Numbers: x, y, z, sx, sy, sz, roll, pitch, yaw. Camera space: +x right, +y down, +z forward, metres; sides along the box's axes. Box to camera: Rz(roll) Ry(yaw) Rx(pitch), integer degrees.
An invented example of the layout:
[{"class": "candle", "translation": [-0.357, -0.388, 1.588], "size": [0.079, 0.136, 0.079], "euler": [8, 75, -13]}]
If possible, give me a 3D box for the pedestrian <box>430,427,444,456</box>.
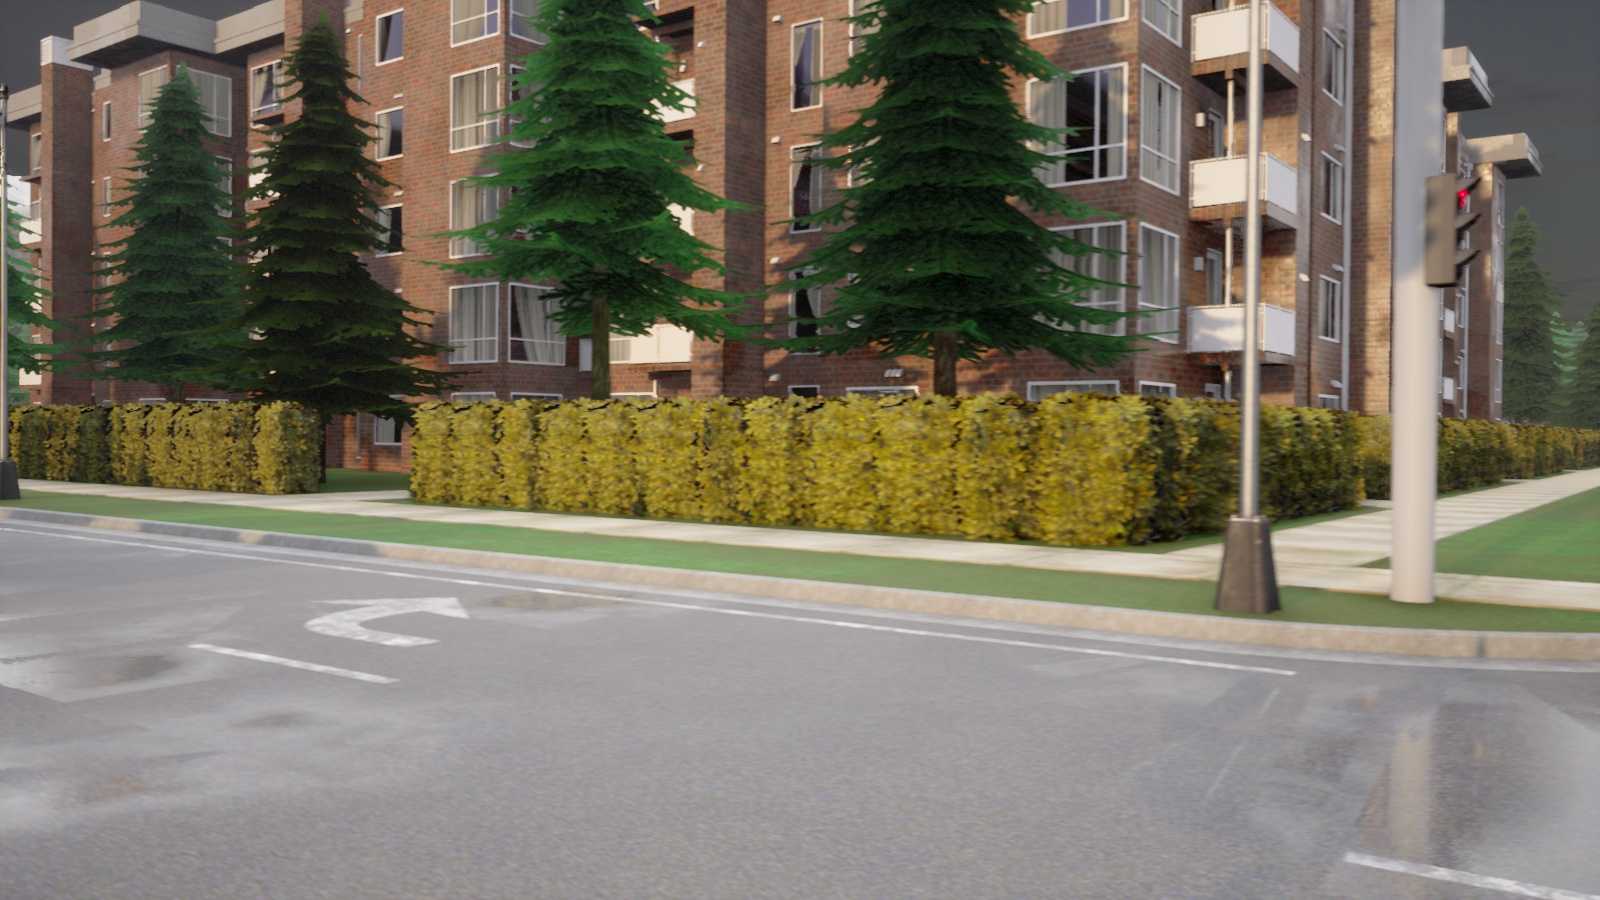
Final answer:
[{"class": "pedestrian", "translation": [-25.211, -0.598, 87.203], "size": [0.423, 1.949, 0.788], "euler": [0, 1, 36]}]
